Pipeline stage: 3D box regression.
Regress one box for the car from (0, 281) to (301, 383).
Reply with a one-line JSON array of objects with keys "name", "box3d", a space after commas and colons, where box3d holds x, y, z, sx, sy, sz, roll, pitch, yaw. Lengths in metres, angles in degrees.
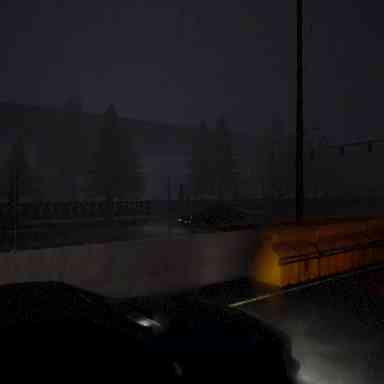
[{"name": "car", "box3d": [-1.467, 1.547, 2.696, 5.357, 1.411, 2.033, 0, 0, -36]}]
